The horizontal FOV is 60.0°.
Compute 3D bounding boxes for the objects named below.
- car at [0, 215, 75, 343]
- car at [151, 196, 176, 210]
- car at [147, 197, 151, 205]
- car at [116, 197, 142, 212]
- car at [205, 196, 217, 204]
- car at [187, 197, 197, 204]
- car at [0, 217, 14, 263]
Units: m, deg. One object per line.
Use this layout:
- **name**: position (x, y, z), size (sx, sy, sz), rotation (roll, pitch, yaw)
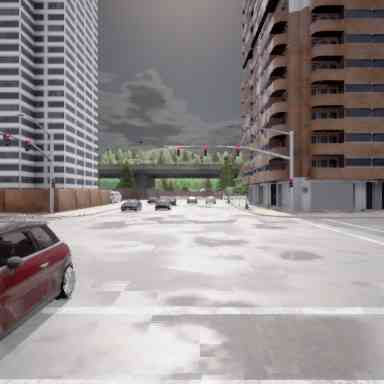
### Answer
- **car**: position (-3.599, 1.352, 5.348), size (2.097, 1.767, 4.553), rotation (0, 0, 0)
- **car**: position (-3.583, 1.547, 42.327), size (2.033, 1.411, 5.357), rotation (0, 0, 0)
- **car**: position (-7.001, 1.547, 60.707), size (2.033, 1.411, 5.357), rotation (0, 0, 0)
- **car**: position (-7.085, 1.547, 39.458), size (2.033, 1.411, 5.357), rotation (0, 0, 0)
- **car**: position (3.523, 1.525, 63.187), size (1.812, 1.442, 4.674), rotation (0, 0, 0)
- **car**: position (0.023, 1.564, 63.186), size (1.994, 1.385, 4.181), rotation (0, 0, 0)
- **car**: position (-7.097, 1.564, 9.275), size (1.994, 1.385, 4.181), rotation (0, 0, 0)
